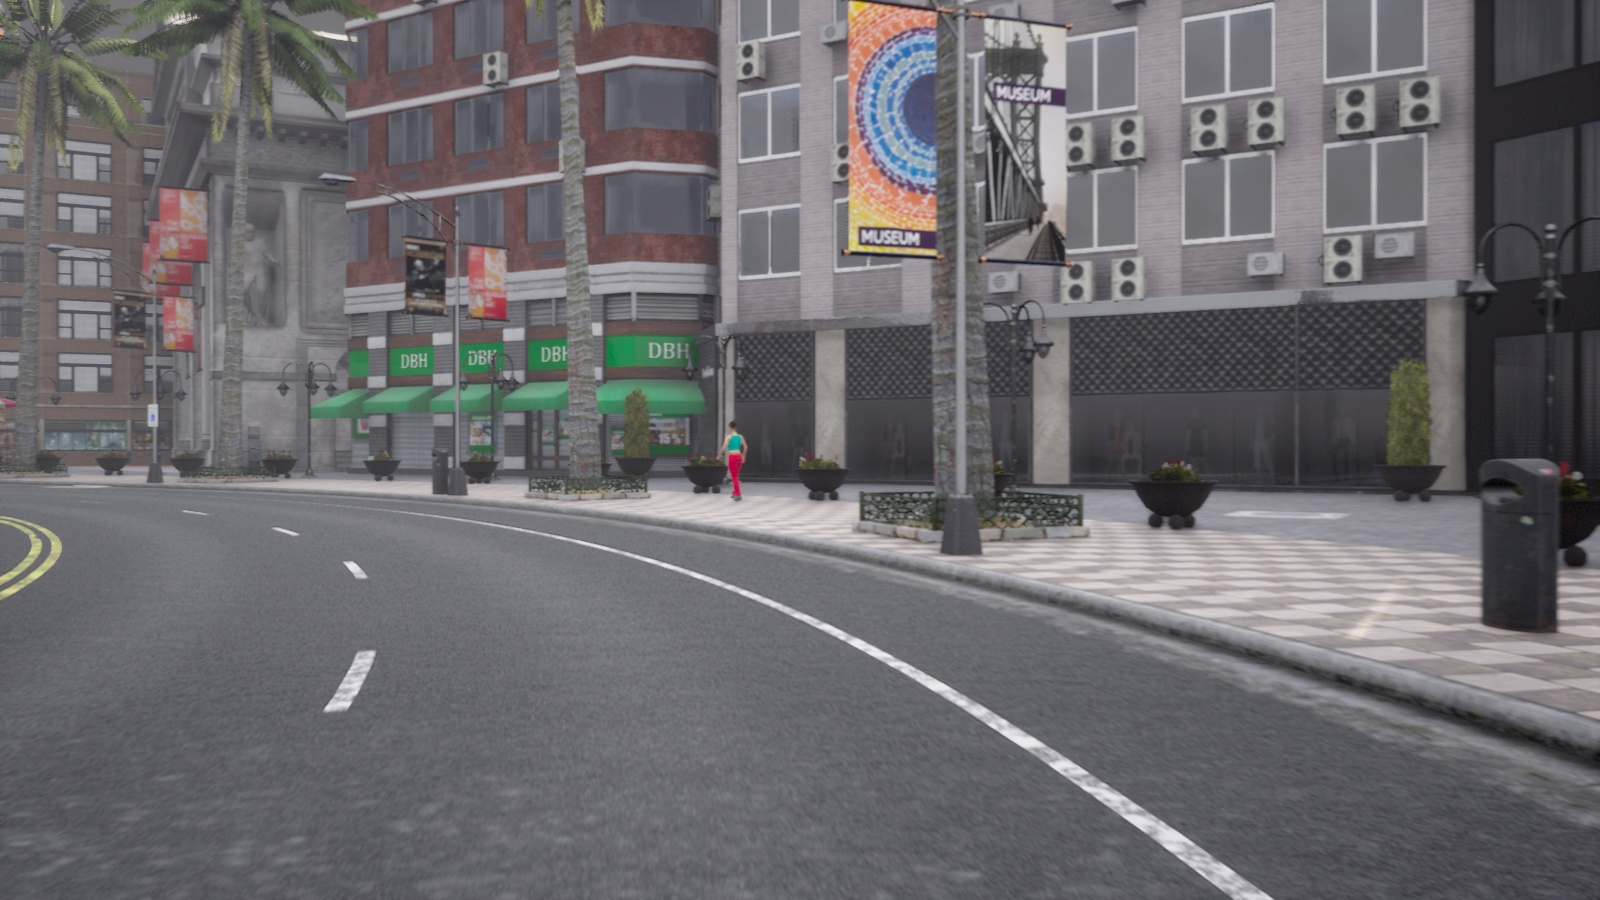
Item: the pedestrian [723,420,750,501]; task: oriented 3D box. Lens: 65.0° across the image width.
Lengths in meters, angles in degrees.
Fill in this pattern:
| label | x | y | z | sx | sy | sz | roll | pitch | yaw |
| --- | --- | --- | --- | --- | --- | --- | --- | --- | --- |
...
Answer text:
| label | x | y | z | sx | sy | sz | roll | pitch | yaw |
| --- | --- | --- | --- | --- | --- | --- | --- | --- | --- |
| pedestrian | -1.453 | 0.241 | 28.779 | 0.345 | 1.836 | 0.594 | 0 | 0 | -35 |
